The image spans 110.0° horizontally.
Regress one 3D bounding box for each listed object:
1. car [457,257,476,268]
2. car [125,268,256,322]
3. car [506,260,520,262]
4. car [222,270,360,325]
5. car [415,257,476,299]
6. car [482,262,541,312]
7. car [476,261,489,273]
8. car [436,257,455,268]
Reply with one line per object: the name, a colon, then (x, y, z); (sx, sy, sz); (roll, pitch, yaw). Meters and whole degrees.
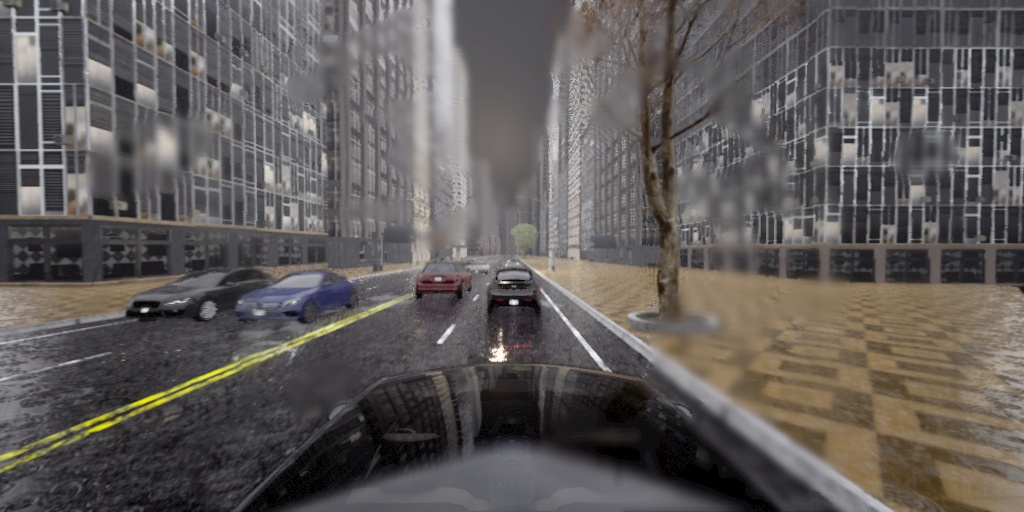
car: (-6.585, 0.945, 52.468); (2.033, 1.411, 5.357); (0, 0, 1)
car: (-9.854, 1.183, 12.046); (1.837, 1.490, 4.892); (0, 0, 0)
car: (0.077, 1.090, 31.565); (2.033, 1.411, 5.357); (0, 0, 0)
car: (-6.603, 1.206, 11.697); (1.812, 1.442, 4.674); (0, 0, 0)
car: (-3.166, 0.991, 17.512); (2.097, 1.767, 4.553); (0, 0, 0)
car: (0.072, 1.174, 13.711); (1.837, 1.490, 4.892); (0, 1, 0)
car: (-3.169, 1.121, 34.742); (1.895, 1.301, 4.718); (0, 0, 0)
car: (-9.835, 0.896, 53.289); (1.837, 1.490, 4.892); (0, 1, 0)
